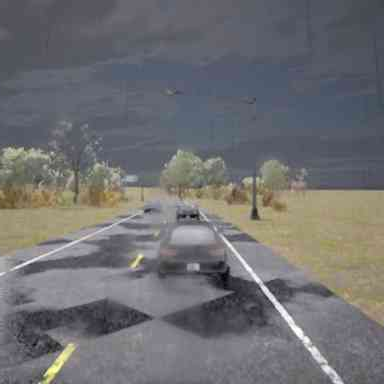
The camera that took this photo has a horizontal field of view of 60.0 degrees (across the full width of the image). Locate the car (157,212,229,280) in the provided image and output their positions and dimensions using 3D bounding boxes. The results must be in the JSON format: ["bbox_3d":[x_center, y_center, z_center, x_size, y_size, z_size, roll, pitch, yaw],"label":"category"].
[{"bbox_3d":[0.003,1.568,9.967,1.812,1.442,4.674,0,0,-1],"label":"car"}]

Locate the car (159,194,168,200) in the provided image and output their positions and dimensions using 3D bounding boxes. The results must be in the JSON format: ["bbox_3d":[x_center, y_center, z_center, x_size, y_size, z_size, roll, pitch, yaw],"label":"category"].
[{"bbox_3d":[-6.688,1.265,78.239,2.097,1.767,4.553,0,0,-5],"label":"car"}]

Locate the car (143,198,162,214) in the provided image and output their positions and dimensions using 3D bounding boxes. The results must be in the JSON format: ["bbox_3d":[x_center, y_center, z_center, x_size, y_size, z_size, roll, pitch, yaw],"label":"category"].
[{"bbox_3d":[-4.368,1.701,37.668,2.033,1.411,5.357,0,0,-2],"label":"car"}]

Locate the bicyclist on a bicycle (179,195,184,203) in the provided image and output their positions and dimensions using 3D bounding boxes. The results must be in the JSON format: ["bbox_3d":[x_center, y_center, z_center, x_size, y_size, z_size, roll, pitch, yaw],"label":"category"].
[{"bbox_3d":[-2.321,1.732,79.551,0.866,1.612,1.509,0,0,-5],"label":"bicyclist on a bicycle"}]

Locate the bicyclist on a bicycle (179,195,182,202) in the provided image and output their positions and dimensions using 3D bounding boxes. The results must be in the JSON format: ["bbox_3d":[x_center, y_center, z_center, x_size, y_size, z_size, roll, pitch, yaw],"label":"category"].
[{"bbox_3d":[-3.090,1.689,88.543,0.659,1.776,1.843,0,0,-5],"label":"bicyclist on a bicycle"}]

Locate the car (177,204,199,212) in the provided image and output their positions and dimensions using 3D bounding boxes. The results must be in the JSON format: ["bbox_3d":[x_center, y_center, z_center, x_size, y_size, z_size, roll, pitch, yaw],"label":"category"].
[{"bbox_3d":[-0.392,1.720,29.477,1.895,1.301,4.718,0,0,-2],"label":"car"}]
